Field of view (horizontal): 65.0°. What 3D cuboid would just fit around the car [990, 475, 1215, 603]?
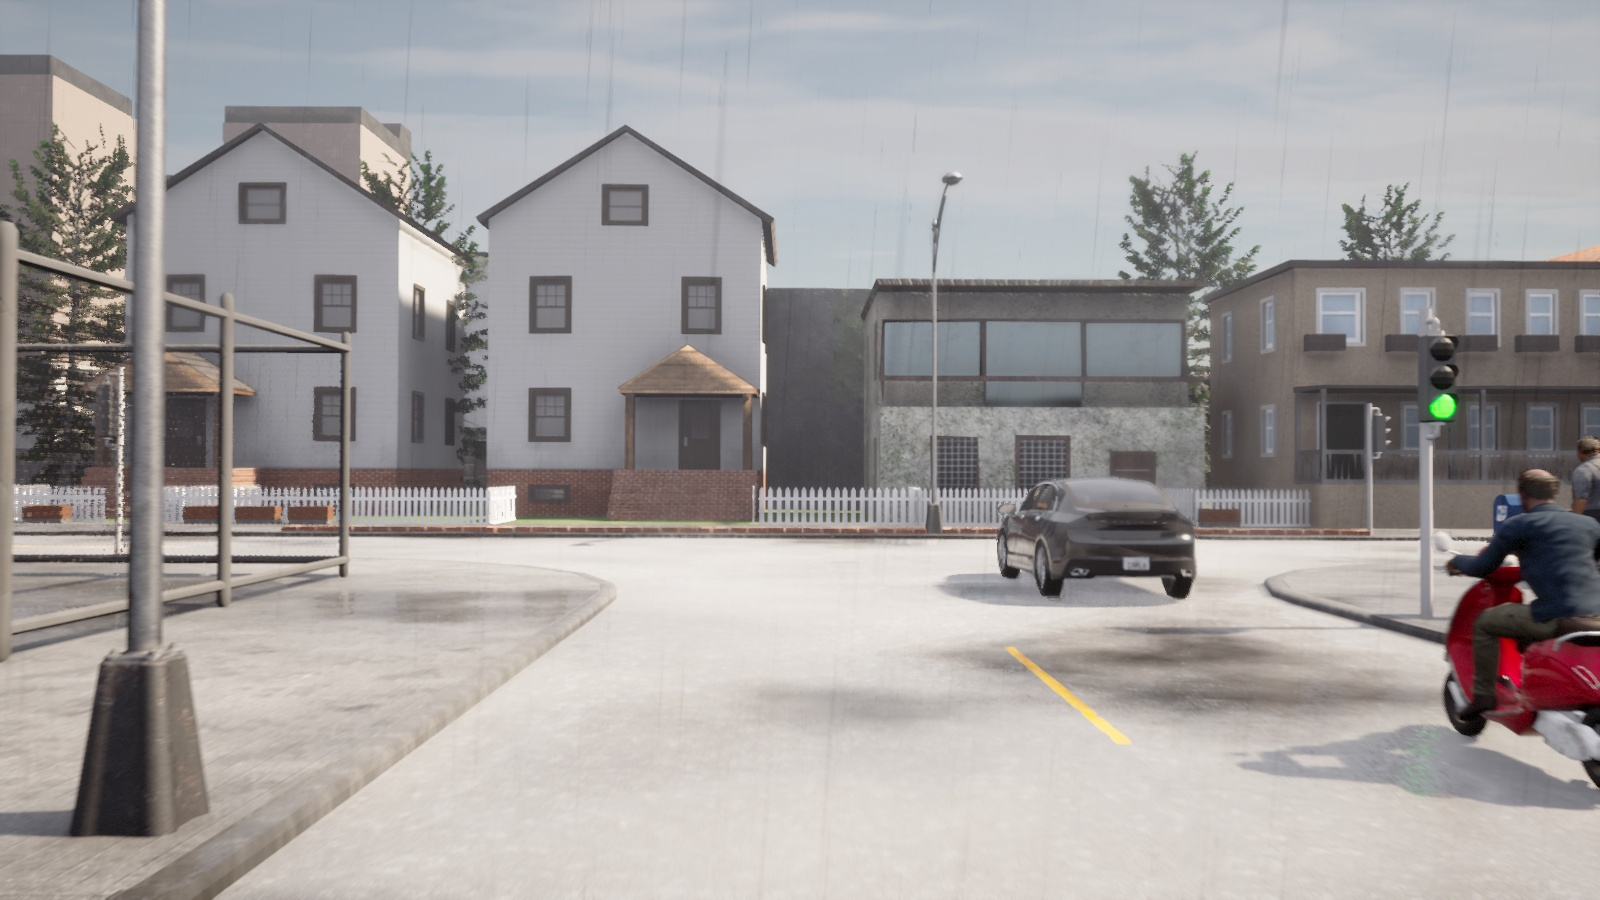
[{"bbox_3d":[3.921,1.091,17.184,1.837,1.490,4.892,0,-1,-1],"label":"car"}]

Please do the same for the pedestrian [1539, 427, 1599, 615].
[{"bbox_3d":[7.990,0.700,12.697,0.540,1.848,0.694,0,-1,-18],"label":"pedestrian"}]

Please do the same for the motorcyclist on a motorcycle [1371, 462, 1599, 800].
[{"bbox_3d":[3.971,0.867,6.843,0.866,1.590,1.817,0,-1,0],"label":"motorcyclist on a motorcycle"}]
